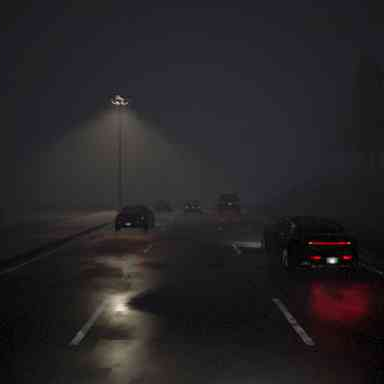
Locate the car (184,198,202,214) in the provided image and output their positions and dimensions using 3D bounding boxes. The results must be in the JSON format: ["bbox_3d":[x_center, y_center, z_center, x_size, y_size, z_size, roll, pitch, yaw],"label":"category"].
[{"bbox_3d":[0.107,1.547,34.819,2.033,1.411,5.357,0,0,0],"label":"car"}]

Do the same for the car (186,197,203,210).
[{"bbox_3d":[0.364,1.492,44.569,2.128,1.511,4.902,0,0,3],"label":"car"}]

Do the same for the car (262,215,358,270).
[{"bbox_3d":[3.600,1.504,10.948,1.837,1.490,4.892,0,0,0],"label":"car"}]

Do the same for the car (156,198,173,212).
[{"bbox_3d":[-3.353,1.478,38.767,1.882,1.535,5.008,0,0,1],"label":"car"}]

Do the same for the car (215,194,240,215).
[{"bbox_3d":[3.604,1.221,34.257,2.150,2.045,5.566,0,0,0],"label":"car"}]

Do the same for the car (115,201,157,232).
[{"bbox_3d":[-3.400,1.526,20.073,1.812,1.442,4.674,0,0,0],"label":"car"}]
